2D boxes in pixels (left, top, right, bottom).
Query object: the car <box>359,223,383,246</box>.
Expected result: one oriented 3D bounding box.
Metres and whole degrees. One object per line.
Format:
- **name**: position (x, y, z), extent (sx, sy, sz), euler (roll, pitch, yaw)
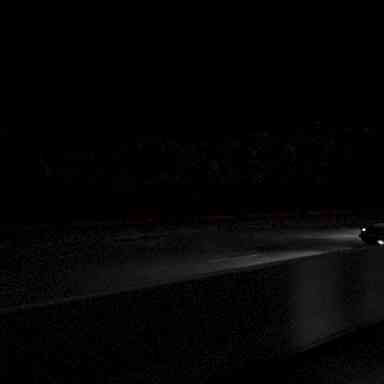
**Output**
- **car**: position (8.769, 1.483, 12.956), extent (4.718, 1.301, 1.895), euler (0, 0, -27)
